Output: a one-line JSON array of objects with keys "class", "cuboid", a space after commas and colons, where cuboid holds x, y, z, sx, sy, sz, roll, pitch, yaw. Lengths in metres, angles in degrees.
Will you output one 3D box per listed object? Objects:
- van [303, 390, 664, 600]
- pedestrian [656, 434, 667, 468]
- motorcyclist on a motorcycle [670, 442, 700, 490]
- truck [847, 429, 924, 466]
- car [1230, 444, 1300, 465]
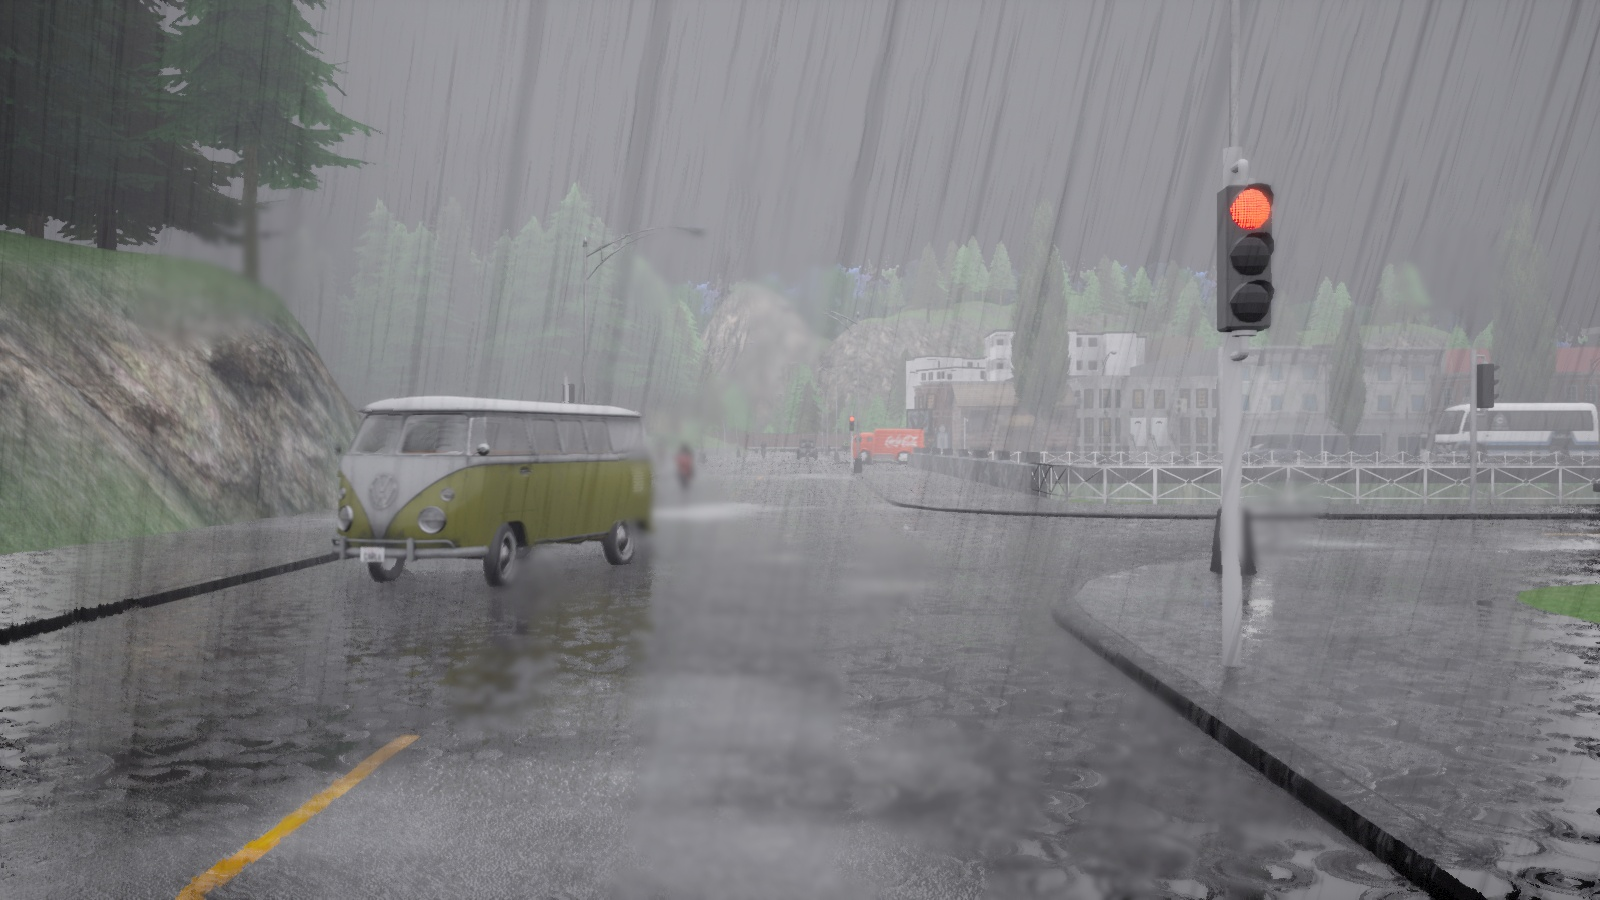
[{"class": "van", "cuboid": [-3.340, 0.416, 14.279, 1.775, 1.987, 4.442, 0, 0, 20]}, {"class": "pedestrian", "cuboid": [-7.564, 0.063, 68.648, 0.540, 1.848, 0.694, 0, 0, 3]}, {"class": "motorcyclist on a motorcycle", "cuboid": [-3.753, 0.493, 41.114, 0.797, 1.523, 2.044, 0, 1, 0]}, {"class": "truck", "cuboid": [5.941, -0.225, 87.193, 5.204, 2.467, 2.627, 0, 2, 6]}, {"class": "car", "cuboid": [32.543, 0.290, 87.920, 4.193, 1.474, 1.816, 0, 0, 0]}]
